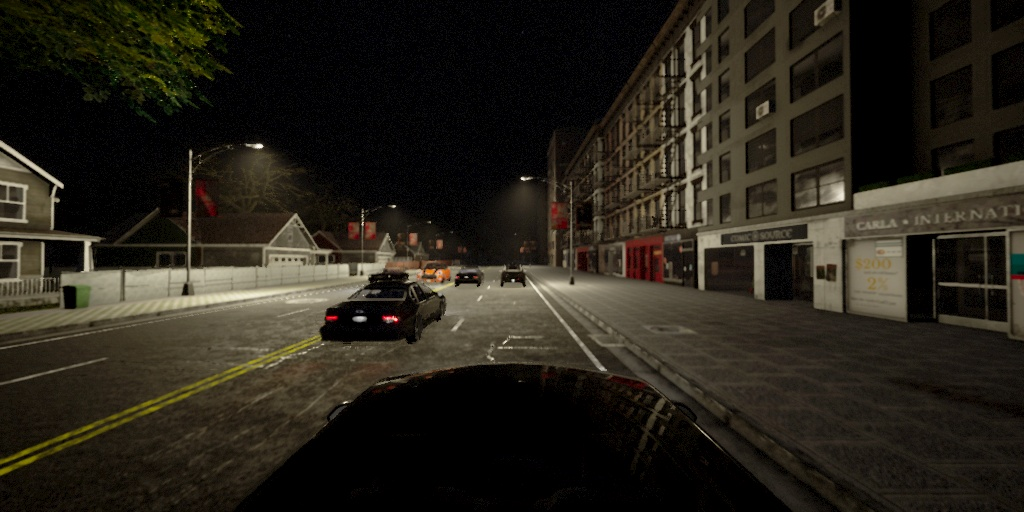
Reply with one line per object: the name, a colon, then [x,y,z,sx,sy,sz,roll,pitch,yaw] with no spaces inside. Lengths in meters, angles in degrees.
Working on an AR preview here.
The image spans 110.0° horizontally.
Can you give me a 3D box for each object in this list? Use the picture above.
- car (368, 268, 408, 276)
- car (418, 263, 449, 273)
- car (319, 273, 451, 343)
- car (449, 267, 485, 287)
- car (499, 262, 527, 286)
car: [-9.789,1.606,28.700,1.895,1.301,4.718,0,-1,0]
car: [-6.523,1.383,30.281,2.097,1.767,4.553,0,0,0]
car: [-3.157,1.379,9.938,2.033,1.411,5.357,0,-1,0]
car: [-3.171,1.541,27.369,2.033,1.411,5.357,0,0,0]
car: [0.077,1.506,28.055,1.837,1.490,4.892,0,0,0]
